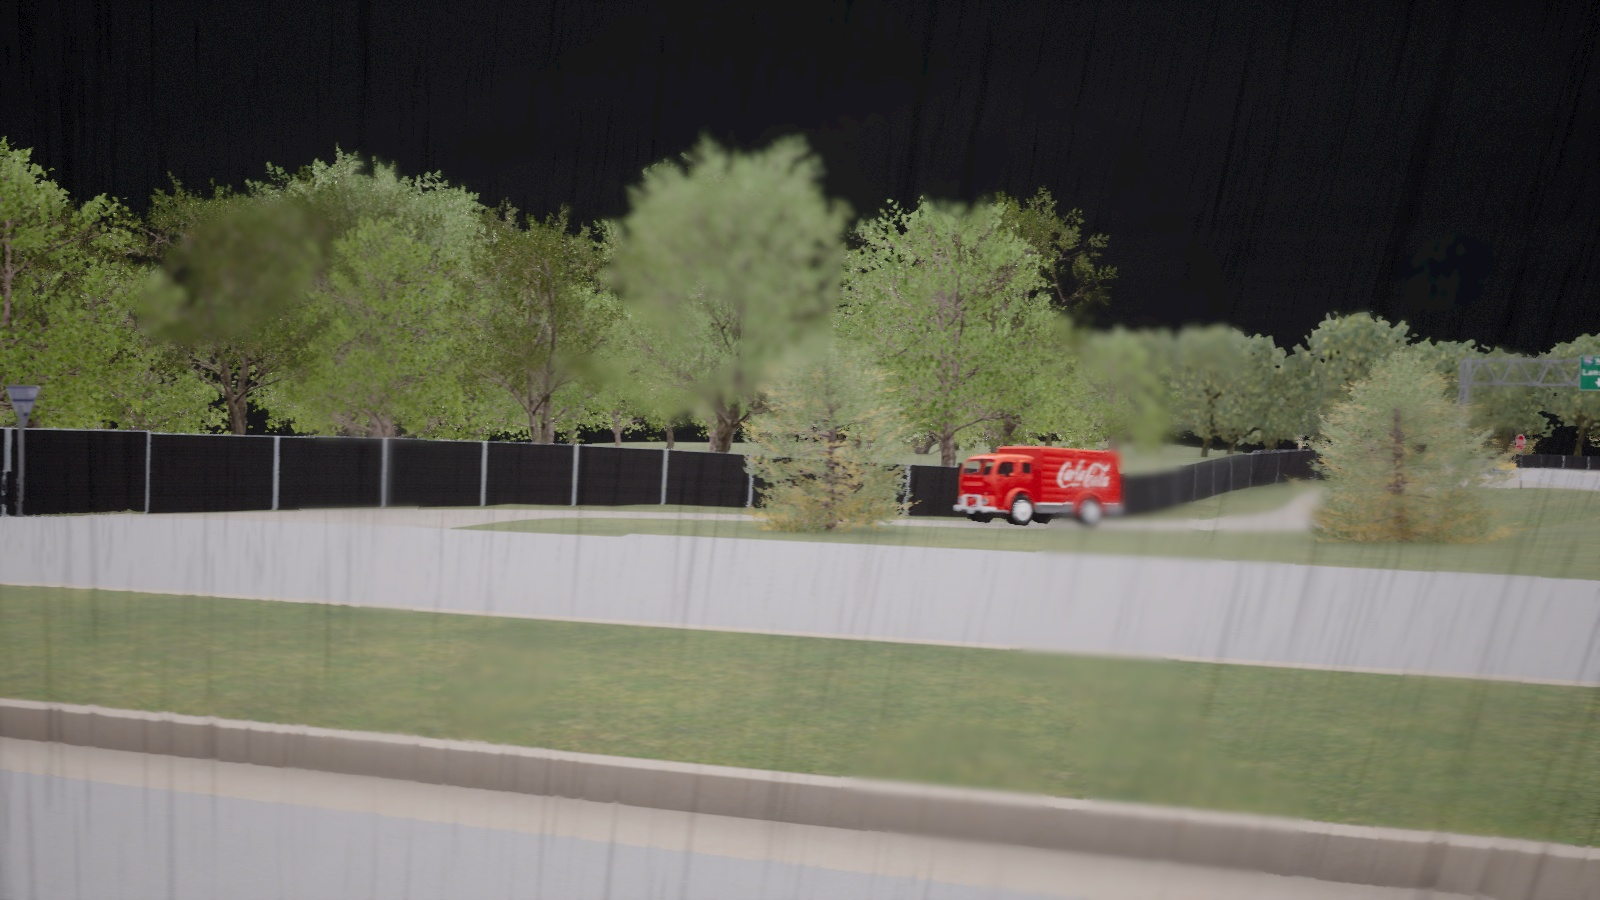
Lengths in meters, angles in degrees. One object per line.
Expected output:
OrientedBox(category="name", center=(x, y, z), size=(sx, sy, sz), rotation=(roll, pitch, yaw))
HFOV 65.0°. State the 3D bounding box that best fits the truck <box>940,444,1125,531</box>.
OrientedBox(category="truck", center=(7.366, 1.195, 39.631), size=(5.204, 2.467, 2.627), rotation=(3, -2, -31))
